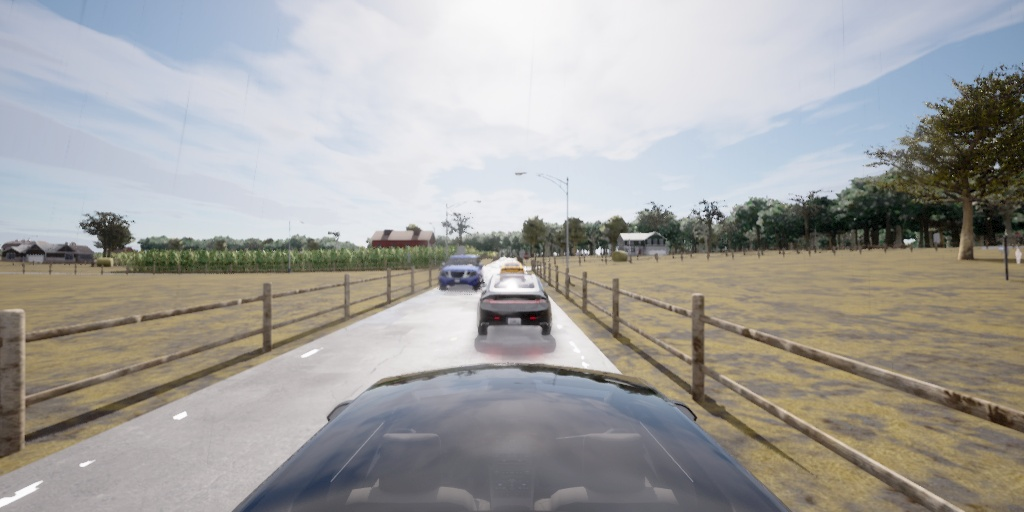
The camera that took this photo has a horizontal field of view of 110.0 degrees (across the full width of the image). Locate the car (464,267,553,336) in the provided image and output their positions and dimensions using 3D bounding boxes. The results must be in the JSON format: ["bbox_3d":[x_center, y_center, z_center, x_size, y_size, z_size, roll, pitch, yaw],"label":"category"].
[{"bbox_3d":[0.065,1.241,10.428,2.128,1.511,4.902,0,0,0],"label":"car"}]

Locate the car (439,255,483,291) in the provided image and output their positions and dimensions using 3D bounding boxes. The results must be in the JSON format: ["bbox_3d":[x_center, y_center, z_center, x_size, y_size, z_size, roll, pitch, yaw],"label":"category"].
[{"bbox_3d":[-2.916,0.956,21.793,2.150,2.045,5.566,0,0,0],"label":"car"}]

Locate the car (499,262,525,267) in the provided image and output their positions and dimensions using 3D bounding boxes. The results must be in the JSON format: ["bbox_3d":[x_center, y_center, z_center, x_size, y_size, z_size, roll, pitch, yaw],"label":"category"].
[{"bbox_3d":[0.007,1.196,29.085,1.882,1.535,5.008,0,0,0],"label":"car"}]
